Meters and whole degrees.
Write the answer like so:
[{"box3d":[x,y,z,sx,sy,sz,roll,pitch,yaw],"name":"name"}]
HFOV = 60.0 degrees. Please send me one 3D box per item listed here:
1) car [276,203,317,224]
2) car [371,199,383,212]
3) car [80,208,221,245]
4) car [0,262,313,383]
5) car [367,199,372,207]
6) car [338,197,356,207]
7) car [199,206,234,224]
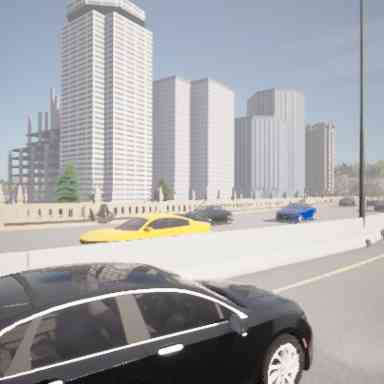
[{"box3d":[8.536,1.625,26.959,1.882,1.535,5.008,0,0,39],"name":"car"},{"box3d":[24.870,1.785,42.980,1.812,1.442,4.674,0,0,36],"name":"car"},{"box3d":[-1.491,1.531,11.966,5.008,1.535,1.882,0,0,-41],"name":"car"},{"box3d":[-0.730,1.521,3.434,4.892,1.490,1.837,0,0,-36],"name":"car"},{"box3d":[32.796,1.911,59.659,1.994,1.385,4.181,0,0,36],"name":"car"},{"box3d":[26.765,1.683,57.381,2.097,1.767,4.553,0,0,37],"name":"car"},{"box3d":[1.178,1.680,23.998,1.994,1.385,4.181,0,0,44],"name":"car"}]
